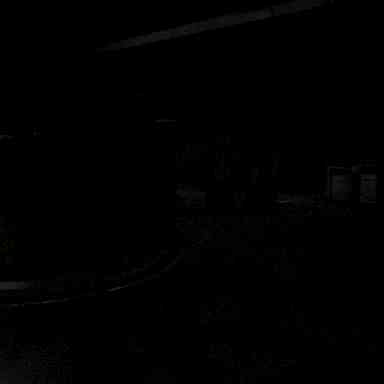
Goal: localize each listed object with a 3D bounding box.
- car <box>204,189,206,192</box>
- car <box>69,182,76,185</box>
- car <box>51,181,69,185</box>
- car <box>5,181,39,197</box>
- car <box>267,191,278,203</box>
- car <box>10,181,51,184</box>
[{"bbox_3d":[4.875,-0.314,65.613,5.027,1.636,2.152,2,2,35],"label":"car"},{"bbox_3d":[-25.450,-1.285,68.081,4.605,1.855,1.932,2,2,35],"label":"car"},{"bbox_3d":[-26.788,-1.260,65.469,3.866,1.878,1.905,2,2,35],"label":"car"},{"bbox_3d":[-21.776,-0.468,42.440,4.605,1.855,1.932,2,2,35],"label":"car"},{"bbox_3d":[9.885,0.607,44.184,1.812,1.442,4.674,2,2,36],"label":"car"},{"bbox_3d":[-17.244,-0.181,35.223,3.866,1.878,1.905,2,2,35],"label":"car"}]
